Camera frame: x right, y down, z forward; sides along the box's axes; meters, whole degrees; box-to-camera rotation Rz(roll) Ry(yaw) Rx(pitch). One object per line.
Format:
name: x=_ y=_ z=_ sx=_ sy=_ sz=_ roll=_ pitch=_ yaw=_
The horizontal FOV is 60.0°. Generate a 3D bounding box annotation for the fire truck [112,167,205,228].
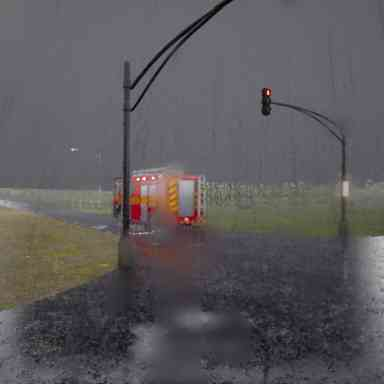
fire truck: x=-2.709 y=0.393 z=23.605 sx=2.891 sy=3.827 sz=8.468 roll=0 pitch=0 yaw=-36
